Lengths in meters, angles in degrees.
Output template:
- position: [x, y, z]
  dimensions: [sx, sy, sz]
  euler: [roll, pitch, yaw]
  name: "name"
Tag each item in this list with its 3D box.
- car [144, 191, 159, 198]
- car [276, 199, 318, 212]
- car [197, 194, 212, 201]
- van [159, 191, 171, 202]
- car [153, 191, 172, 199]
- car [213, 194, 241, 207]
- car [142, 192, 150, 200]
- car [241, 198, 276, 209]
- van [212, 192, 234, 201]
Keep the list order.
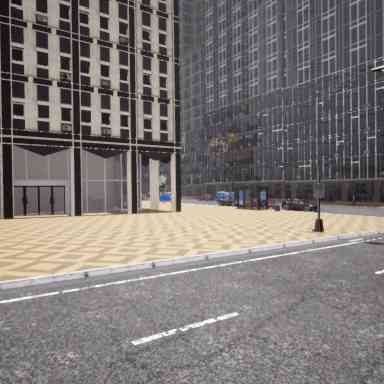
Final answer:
- position: [-10.161, 0.686, 82.794]
  dimensions: [1.967, 1.590, 4.097]
  euler: [0, 1, -34]
  name: "car"
- position: [11.621, 1.424, 35.739]
  dimensions: [1.947, 1.339, 4.313]
  euler: [0, 1, -34]
  name: "car"
- position: [2.645, 1.043, 64.011]
  dimensions: [1.802, 1.307, 4.206]
  euler: [0, 1, -34]
  name: "car"
- position: [-4.279, 0.937, 59.290]
  dimensions: [1.690, 1.788, 3.998]
  euler: [0, 1, -34]
  name: "van"
- position: [-6.960, 0.615, 78.097]
  dimensions: [2.192, 1.841, 5.009]
  euler: [0, 1, -34]
  name: "car"
- position: [5.280, 1.319, 45.175]
  dimensions: [1.947, 1.339, 4.313]
  euler: [0, 1, -34]
  name: "car"
- position: [-10.682, 1.040, 68.684]
  dimensions: [2.008, 1.369, 4.403]
  euler: [0, 1, -34]
  name: "car"
- position: [8.433, 1.388, 40.447]
  dimensions: [1.802, 1.307, 4.206]
  euler: [0, 1, -34]
  name: "car"
- position: [5.846, 0.855, 59.312]
  dimensions: [1.690, 1.788, 3.998]
  euler: [0, 1, -34]
  name: "van"
